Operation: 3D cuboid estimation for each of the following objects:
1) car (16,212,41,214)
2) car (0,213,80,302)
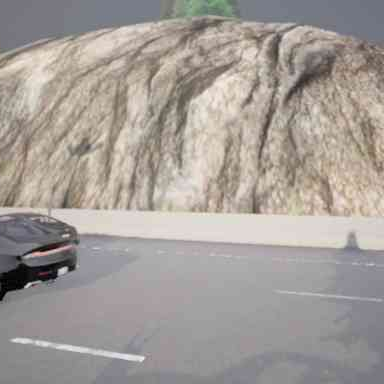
[{"bbox_3d":[-6.018,1.400,11.391,4.181,1.385,1.994,1,1,15],"label":"car"},{"bbox_3d":[-4.975,1.378,7.471,4.902,1.511,2.128,1,1,15],"label":"car"}]
